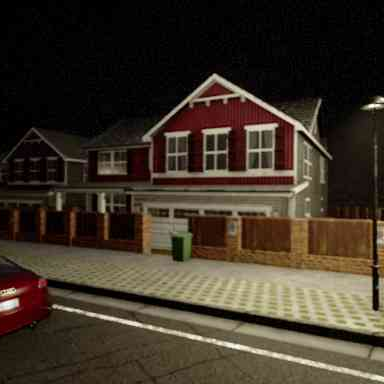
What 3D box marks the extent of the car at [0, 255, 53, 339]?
[{"bbox_3d":[-4.437,1.615,5.731,4.181,1.385,1.994,0,-1,27],"label":"car"}]
